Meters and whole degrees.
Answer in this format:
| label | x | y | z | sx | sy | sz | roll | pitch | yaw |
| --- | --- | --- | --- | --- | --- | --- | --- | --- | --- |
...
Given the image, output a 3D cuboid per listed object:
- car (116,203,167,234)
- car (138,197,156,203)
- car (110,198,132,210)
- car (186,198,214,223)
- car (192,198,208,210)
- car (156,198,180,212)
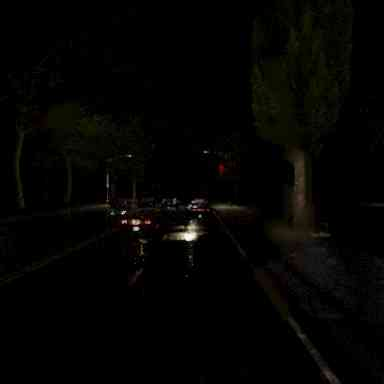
| label | x | y | z | sx | sy | sz | roll | pitch | yaw |
| --- | --- | --- | --- | --- | --- | --- | --- | --- | --- |
| car | -2.768 | 1.554 | 19.037 | 1.895 | 1.301 | 4.718 | 0 | 0 | 1 |
| car | -5.640 | 1.401 | 42.066 | 1.882 | 1.535 | 5.008 | 0 | 0 | 2 |
| car | -8.902 | 1.482 | 41.949 | 1.994 | 1.385 | 4.181 | 0 | 0 | 1 |
| car | 0.611 | 1.440 | 25.100 | 2.128 | 1.511 | 4.902 | 0 | 0 | 1 |
| car | 0.993 | 1.496 | 43.020 | 1.994 | 1.385 | 4.181 | 0 | 0 | 1 |
| car | -2.387 | 1.420 | 36.952 | 2.128 | 1.511 | 4.902 | 0 | 0 | 1 |
